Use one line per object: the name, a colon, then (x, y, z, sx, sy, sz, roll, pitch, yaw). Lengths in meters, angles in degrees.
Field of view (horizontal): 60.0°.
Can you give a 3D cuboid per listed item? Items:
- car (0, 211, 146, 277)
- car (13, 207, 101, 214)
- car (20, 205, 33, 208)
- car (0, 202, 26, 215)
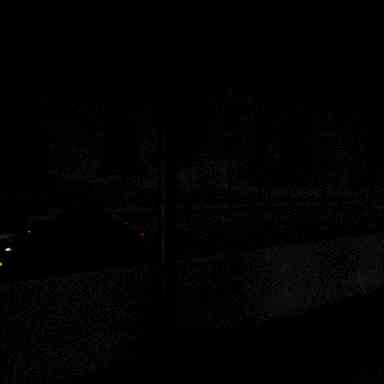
car: (-3.528, 1.471, 10.005, 4.181, 1.385, 1.994, 0, 1, -33)
car: (-4.680, 1.439, 13.430, 4.181, 1.385, 1.994, 0, 1, -33)
car: (-5.870, 1.445, 16.836, 4.718, 1.301, 1.895, 0, 1, -33)
car: (-10.449, 1.306, 18.027, 5.008, 1.535, 1.882, 0, 1, -33)
